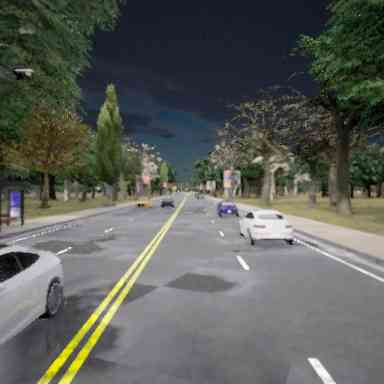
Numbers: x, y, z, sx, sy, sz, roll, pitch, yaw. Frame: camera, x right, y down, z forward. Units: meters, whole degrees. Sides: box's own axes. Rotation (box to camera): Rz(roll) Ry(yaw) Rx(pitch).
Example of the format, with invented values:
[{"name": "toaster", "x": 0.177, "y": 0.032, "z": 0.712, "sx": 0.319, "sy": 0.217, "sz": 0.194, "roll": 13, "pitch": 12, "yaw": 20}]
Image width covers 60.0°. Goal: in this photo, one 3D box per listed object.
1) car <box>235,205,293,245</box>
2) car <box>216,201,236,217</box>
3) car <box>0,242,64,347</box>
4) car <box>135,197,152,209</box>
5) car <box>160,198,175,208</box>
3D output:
[{"name": "car", "x": 3.328, "y": 1.530, "z": 15.496, "sx": 1.812, "sy": 1.442, "sz": 4.674, "roll": 0, "pitch": 0, "yaw": 0}, {"name": "car", "x": 3.281, "y": 1.535, "z": 31.550, "sx": 1.812, "sy": 1.442, "sz": 4.674, "roll": 0, "pitch": 0, "yaw": 0}, {"name": "car", "x": -3.354, "y": 1.527, "z": 4.680, "sx": 1.812, "sy": 1.442, "sz": 4.674, "roll": 0, "pitch": 0, "yaw": 0}, {"name": "car", "x": -6.716, "y": 1.490, "z": 46.310, "sx": 1.882, "sy": 1.535, "sz": 5.008, "roll": 0, "pitch": 0, "yaw": 0}, {"name": "car", "x": -3.463, "y": 1.561, "z": 48.106, "sx": 2.033, "sy": 1.411, "sz": 5.357, "roll": 0, "pitch": 0, "yaw": 0}]
